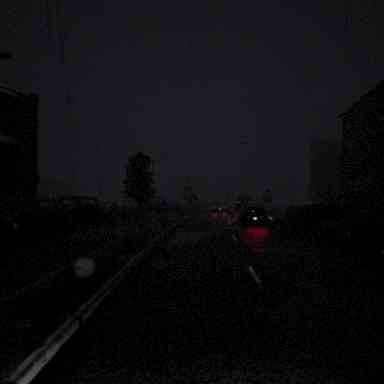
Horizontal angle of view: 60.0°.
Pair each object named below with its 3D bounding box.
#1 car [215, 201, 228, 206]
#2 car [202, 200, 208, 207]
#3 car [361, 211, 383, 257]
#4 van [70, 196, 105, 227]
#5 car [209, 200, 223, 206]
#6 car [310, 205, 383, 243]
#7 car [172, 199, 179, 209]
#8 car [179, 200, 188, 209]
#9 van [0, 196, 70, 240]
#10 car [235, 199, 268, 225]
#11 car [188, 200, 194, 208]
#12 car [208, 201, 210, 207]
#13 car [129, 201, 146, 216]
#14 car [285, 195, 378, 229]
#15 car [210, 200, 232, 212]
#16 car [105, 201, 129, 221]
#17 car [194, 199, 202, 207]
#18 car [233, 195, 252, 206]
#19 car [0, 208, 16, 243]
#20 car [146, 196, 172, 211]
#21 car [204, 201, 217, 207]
[{"bbox_3d":[8.209,3.161,92.507,2.231,1.521,4.892,-1,-2,20],"label":"car"},{"bbox_3d":[1.280,2.370,71.498,2.185,1.767,4.553,0,-2,16],"label":"car"},{"bbox_3d":[8.007,1.481,9.657,4.892,1.521,2.231,0,0,3],"label":"car"},{"bbox_3d":[-7.748,1.255,22.224,1.878,1.987,4.442,0,0,6],"label":"van"},{"bbox_3d":[6.324,2.980,87.322,2.231,1.521,4.892,-1,-2,20],"label":"car"},{"bbox_3d":[8.272,1.494,15.239,4.792,1.488,2.163,0,0,4],"label":"car"},{"bbox_3d":[-3.865,1.740,49.810,2.185,1.767,4.553,0,-1,11],"label":"car"},{"bbox_3d":[-2.744,2.012,55.328,2.231,1.521,4.892,0,-2,13],"label":"car"},{"bbox_3d":[-8.184,1.245,16.702,1.878,1.987,4.442,0,0,5],"label":"van"},{"bbox_3d":[4.391,1.507,24.329,1.837,1.490,4.892,0,-1,5],"label":"car"},{"bbox_3d":[-1.546,2.208,60.612,2.002,1.452,4.674,0,-2,14],"label":"car"},{"bbox_3d":[2.843,2.656,76.790,2.097,1.535,5.008,0,-2,18],"label":"car"},{"bbox_3d":[-6.503,1.609,33.366,2.002,1.452,4.674,0,-1,8],"label":"car"},{"bbox_3d":[8.678,1.215,20.691,5.566,2.045,2.435,0,0,5],"label":"car"},{"bbox_3d":[3.794,1.839,42.779,1.895,1.301,4.718,0,-1,9],"label":"car"},{"bbox_3d":[-7.160,1.554,27.863,2.002,1.452,4.674,0,-1,7],"label":"car"},{"bbox_3d":[-0.211,2.359,65.966,2.163,1.488,4.792,0,-2,15],"label":"car"},{"bbox_3d":[6.787,1.453,42.498,2.150,2.045,5.566,0,-1,9],"label":"car"},{"bbox_3d":[-8.514,1.505,11.252,2.163,1.488,4.792,0,0,4],"label":"car"},{"bbox_3d":[-4.881,1.492,44.296,2.435,2.045,5.566,0,-1,10],"label":"car"},{"bbox_3d":[4.527,2.856,82.074,2.002,1.452,4.674,0,-2,19],"label":"car"}]
